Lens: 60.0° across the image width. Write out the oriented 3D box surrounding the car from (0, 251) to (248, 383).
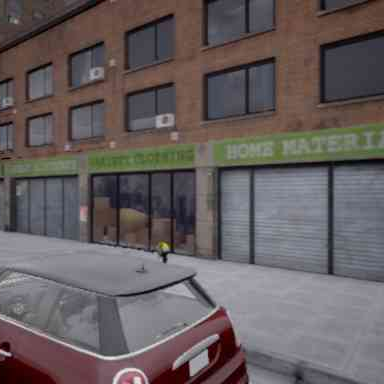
[{"bbox_3d":[-1.523,1.443,3.897,4.097,1.590,1.967,0,0,36],"label":"car"}]
